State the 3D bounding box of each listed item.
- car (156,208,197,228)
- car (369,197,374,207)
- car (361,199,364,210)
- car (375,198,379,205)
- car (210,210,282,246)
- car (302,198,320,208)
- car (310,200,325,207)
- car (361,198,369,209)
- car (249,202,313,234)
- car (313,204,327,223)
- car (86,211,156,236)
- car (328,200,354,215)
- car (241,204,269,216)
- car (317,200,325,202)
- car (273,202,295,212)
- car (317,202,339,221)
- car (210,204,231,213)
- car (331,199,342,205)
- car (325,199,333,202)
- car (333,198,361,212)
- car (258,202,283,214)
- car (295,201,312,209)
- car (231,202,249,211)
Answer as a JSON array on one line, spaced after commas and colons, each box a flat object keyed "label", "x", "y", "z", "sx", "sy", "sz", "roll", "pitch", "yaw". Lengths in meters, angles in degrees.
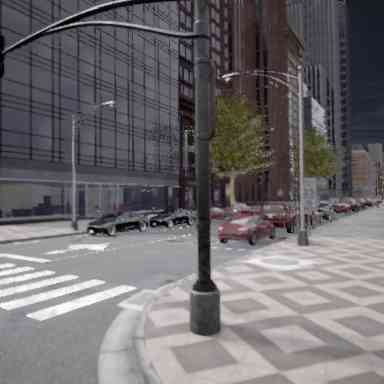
[{"label": "car", "x": -1.481, "y": 1.930, "z": 25.403, "sx": 1.947, "sy": 1.339, "sz": 4.313, "roll": -1, "pitch": -1, "yaw": 32}, {"label": "car", "x": 32.929, "y": 1.995, "z": 63.664, "sx": 2.192, "sy": 1.841, "sz": 5.009, "roll": -1, "pitch": -1, "yaw": 32}, {"label": "car", "x": 23.857, "y": 2.079, "z": 49.382, "sx": 1.947, "sy": 1.339, "sz": 4.313, "roll": -1, "pitch": -1, "yaw": 32}, {"label": "car", "x": 42.003, "y": 2.450, "z": 77.934, "sx": 1.802, "sy": 1.307, "sz": 4.206, "roll": -1, "pitch": -1, "yaw": 32}, {"label": "car", "x": 2.688, "y": 1.738, "z": 16.070, "sx": 1.802, "sy": 1.307, "sz": 4.206, "roll": -1, "pitch": -1, "yaw": 32}, {"label": "car", "x": 22.714, "y": 2.102, "z": 63.483, "sx": 2.192, "sy": 1.841, "sz": 5.009, "roll": -1, "pitch": -1, "yaw": 32}, {"label": "car", "x": 25.742, "y": 2.409, "z": 68.238, "sx": 1.947, "sy": 1.339, "sz": 4.313, "roll": -1, "pitch": -1, "yaw": 32}, {"label": "car", "x": 26.880, "y": 1.884, "z": 54.146, "sx": 2.192, "sy": 1.841, "sz": 5.009, "roll": -1, "pitch": -1, "yaw": 32}, {"label": "car", "x": 5.710, "y": 1.516, "z": 20.834, "sx": 2.192, "sy": 1.841, "sz": 5.009, "roll": -1, "pitch": -1, "yaw": 32}, {"label": "car", "x": 8.737, "y": 1.816, "z": 25.589, "sx": 1.947, "sy": 1.339, "sz": 4.313, "roll": -1, "pitch": -1, "yaw": 32}, {"label": "car", "x": -4.505, "y": 1.884, "z": 20.642, "sx": 1.947, "sy": 1.339, "sz": 4.313, "roll": -1, "pitch": -1, "yaw": 32}, {"label": "car", "x": 17.808, "y": 1.948, "z": 39.865, "sx": 1.887, "sy": 1.381, "sz": 4.507, "roll": -1, "pitch": -1, "yaw": 32}, {"label": "car", "x": 7.593, "y": 2.095, "z": 39.681, "sx": 1.802, "sy": 1.307, "sz": 4.206, "roll": -1, "pitch": -1, "yaw": 32}, {"label": "car", "x": 12.633, "y": 1.890, "z": 36.512, "sx": 2.128, "sy": 1.511, "sz": 4.902, "roll": -1, "pitch": -1, "yaw": 32}, {"label": "car", "x": 13.642, "y": 2.186, "z": 49.200, "sx": 1.947, "sy": 1.339, "sz": 4.313, "roll": -1, "pitch": -1, "yaw": 32}, {"label": "car", "x": 11.760, "y": 1.865, "z": 30.347, "sx": 1.947, "sy": 1.339, "sz": 4.313, "roll": -1, "pitch": -1, "yaw": 32}, {"label": "car", "x": 1.544, "y": 1.994, "z": 30.162, "sx": 1.802, "sy": 1.307, "sz": 4.206, "roll": -1, "pitch": -1, "yaw": 32}, {"label": "car", "x": 37.839, "y": 2.538, "z": 87.277, "sx": 1.967, "sy": 1.590, "sz": 4.097, "roll": -1, "pitch": -1, "yaw": 32}, {"label": "car", "x": 21.679, "y": 2.162, "z": 50.744, "sx": 1.895, "sy": 1.301, "sz": 4.718, "roll": -1, "pitch": -1, "yaw": 33}, {"label": "car", "x": 20.831, "y": 1.772, "z": 44.629, "sx": 2.192, "sy": 1.841, "sz": 5.009, "roll": -1, "pitch": -1, "yaw": 32}, {"label": "car", "x": 10.526, "y": 2.090, "z": 44.297, "sx": 1.752, "sy": 1.417, "sz": 4.829, "roll": -1, "pitch": -1, "yaw": 32}, {"label": "car", "x": 19.691, "y": 2.276, "z": 58.719, "sx": 1.887, "sy": 1.381, "sz": 4.507, "roll": -1, "pitch": -1, "yaw": 32}, {"label": "car", "x": 4.567, "y": 1.902, "z": 34.923, "sx": 1.967, "sy": 1.590, "sz": 4.097, "roll": -1, "pitch": -1, "yaw": 32}]
